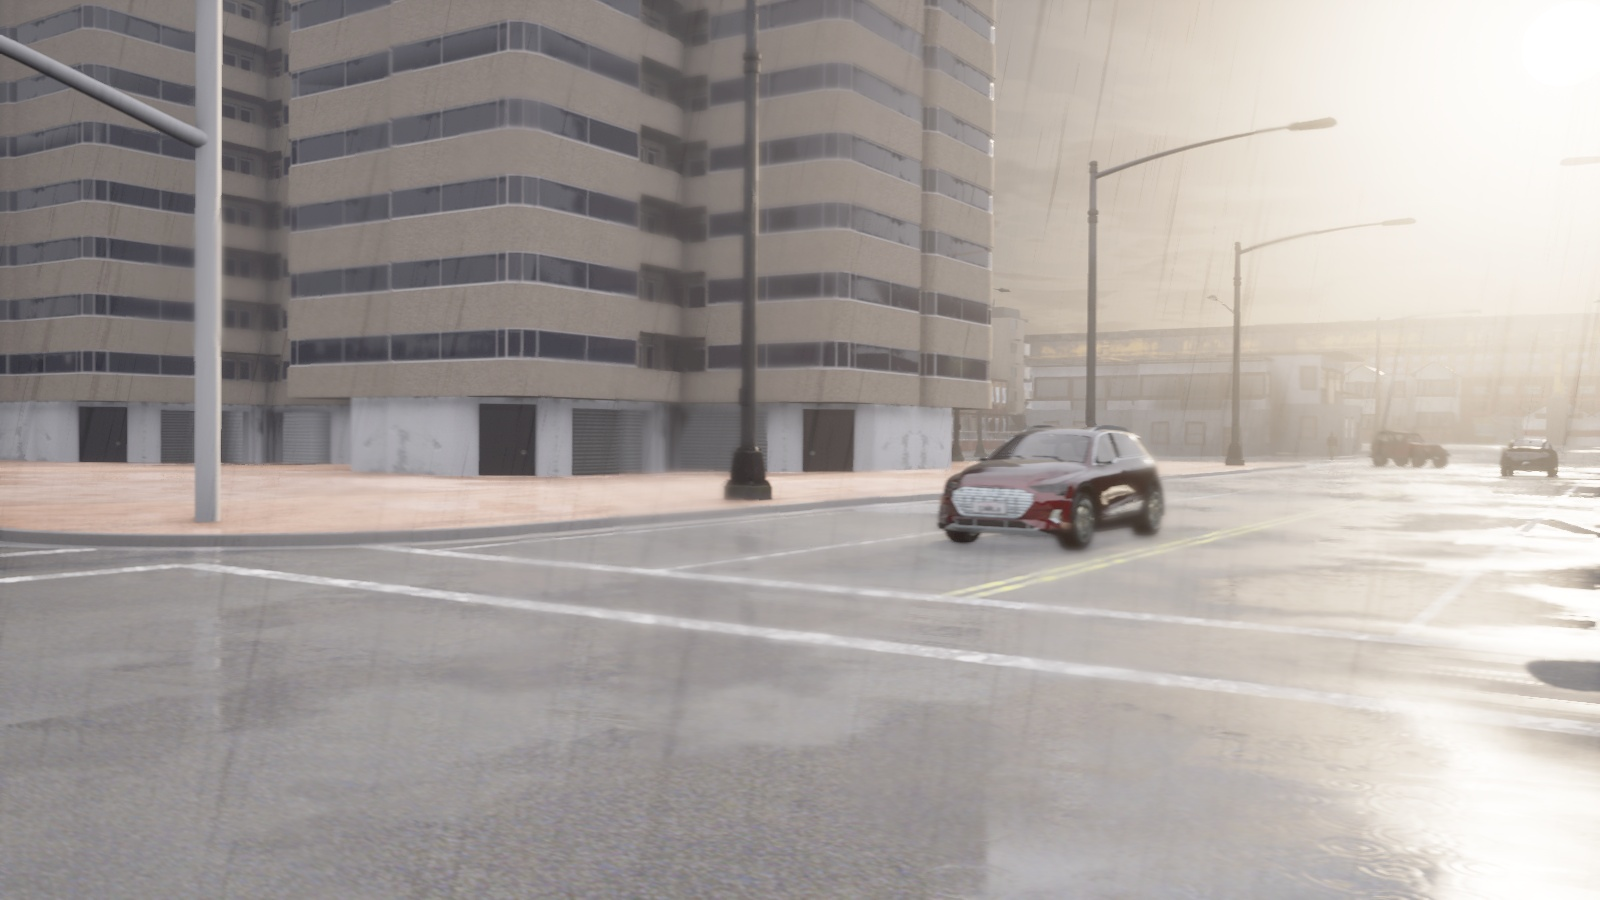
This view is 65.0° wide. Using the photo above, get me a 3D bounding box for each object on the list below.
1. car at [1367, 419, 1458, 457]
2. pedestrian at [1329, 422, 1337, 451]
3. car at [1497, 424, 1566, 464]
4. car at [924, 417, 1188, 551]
[{"bbox_3d":[31.467,-0.608,64.604,1.905,1.878,3.866,-1,1,-24],"label":"car"},{"bbox_3d":[33.648,-0.870,79.279,0.431,1.840,0.703,0,1,29],"label":"pedestrian"},{"bbox_3d":[29.417,-0.268,50.440,2.128,1.511,4.902,0,1,33],"label":"car"},{"bbox_3d":[3.824,0.381,18.001,2.033,1.649,4.856,0,1,33],"label":"car"}]
